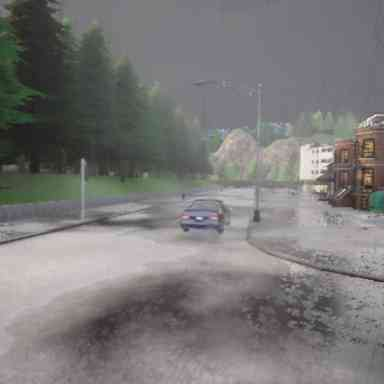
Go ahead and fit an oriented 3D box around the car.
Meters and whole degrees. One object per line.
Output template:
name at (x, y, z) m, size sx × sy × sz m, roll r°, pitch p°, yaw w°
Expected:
car at (0.810, 1.056, 16.020) m, size 2.033 × 1.411 × 5.357 m, roll 1°, pitch 2°, yaw 11°
